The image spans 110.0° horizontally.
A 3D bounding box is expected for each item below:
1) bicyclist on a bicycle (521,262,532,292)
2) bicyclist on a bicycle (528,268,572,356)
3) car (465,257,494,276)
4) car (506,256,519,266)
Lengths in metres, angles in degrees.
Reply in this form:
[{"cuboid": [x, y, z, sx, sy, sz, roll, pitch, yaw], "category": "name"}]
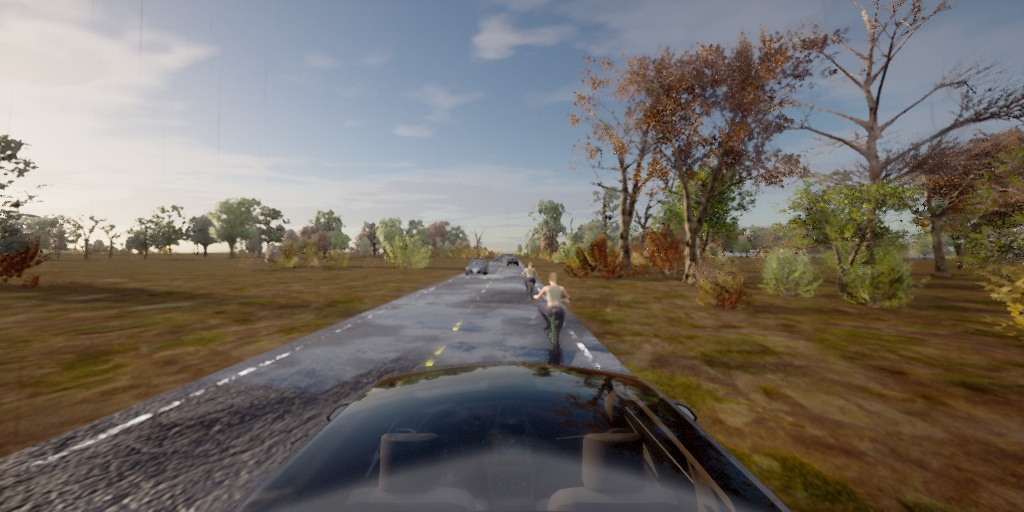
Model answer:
[{"cuboid": [0.824, 1.075, 16.265, 0.866, 1.612, 1.509, -1, 0, 0], "category": "bicyclist on a bicycle"}, {"cuboid": [0.855, 1.140, 7.507, 0.866, 1.612, 1.509, 0, 0, 0], "category": "bicyclist on a bicycle"}, {"cuboid": [-3.094, 1.008, 32.703, 2.128, 1.511, 4.902, 0, 0, 0], "category": "car"}, {"cuboid": [0.103, 0.831, 57.529, 1.837, 1.490, 4.892, 0, -1, 0], "category": "car"}]
